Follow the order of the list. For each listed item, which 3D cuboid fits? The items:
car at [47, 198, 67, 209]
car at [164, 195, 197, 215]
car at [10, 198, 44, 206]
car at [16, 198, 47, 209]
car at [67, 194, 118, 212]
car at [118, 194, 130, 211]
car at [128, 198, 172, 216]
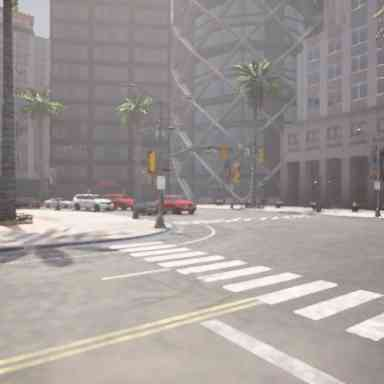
[{"bbox_3d":[-18.782,1.599,47.448,4.674,1.442,1.812,0,0,14],"label":"car"},{"bbox_3d":[-1.785,1.348,36.477,2.150,2.045,5.566,0,0,-38],"label":"car"},{"bbox_3d":[-27.636,1.657,55.799,4.718,1.301,1.895,0,0,1],"label":"car"},{"bbox_3d":[-22.680,1.520,44.773,5.008,1.535,1.882,0,0,9],"label":"car"},{"bbox_3d":[-12.283,1.307,41.083,5.566,2.045,2.150,0,0,29],"label":"car"},{"bbox_3d":[-9.483,1.332,43.384,5.566,2.045,2.150,0,0,32],"label":"car"},{"bbox_3d":[-4.318,1.667,33.975,1.994,1.385,4.181,0,0,-39],"label":"car"}]
